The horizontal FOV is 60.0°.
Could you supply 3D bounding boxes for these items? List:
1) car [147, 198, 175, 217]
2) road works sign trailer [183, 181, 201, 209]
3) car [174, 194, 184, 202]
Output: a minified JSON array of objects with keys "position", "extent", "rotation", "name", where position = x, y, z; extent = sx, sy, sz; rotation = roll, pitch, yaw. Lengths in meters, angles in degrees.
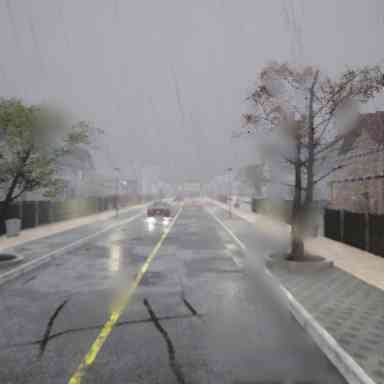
[{"position":[-2.859,1.497,29.858],"extent":[1.994,1.385,4.181],"rotation":[0,0,0],"name":"car"},{"position":[-0.010,0.393,42.815],"extent":[2.380,3.560,2.880],"rotation":[0,0,0],"name":"road works sign trailer"},{"position":[-2.785,1.283,70.321],"extent":[2.097,1.767,4.553],"rotation":[0,0,0],"name":"car"}]
